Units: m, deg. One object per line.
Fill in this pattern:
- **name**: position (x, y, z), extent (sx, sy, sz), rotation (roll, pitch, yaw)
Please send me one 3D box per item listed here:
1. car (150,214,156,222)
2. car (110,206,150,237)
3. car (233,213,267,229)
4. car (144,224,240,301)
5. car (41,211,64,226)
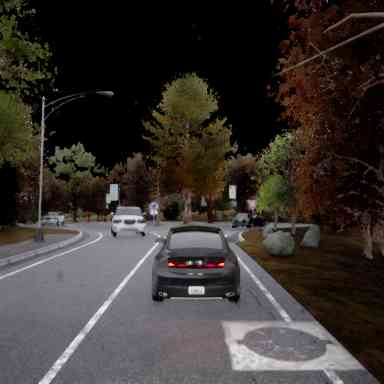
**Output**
- **car**: position (-9.760, 4.904, 65.184), extent (5.566, 2.045, 2.150), rotation (2, -5, -19)
- **car**: position (-4.508, 2.016, 23.460), extent (2.150, 2.045, 5.566), rotation (1, -4, -13)
- **car**: position (6.256, 3.031, 35.661), extent (2.097, 1.767, 4.553), rotation (-3, -5, 38)
- **car**: position (0.083, 1.622, 8.551), extent (1.837, 1.490, 4.892), rotation (0, -1, 0)
- **car**: position (-19.508, 3.714, 46.659), extent (2.150, 2.045, 5.566), rotation (0, -4, -10)
